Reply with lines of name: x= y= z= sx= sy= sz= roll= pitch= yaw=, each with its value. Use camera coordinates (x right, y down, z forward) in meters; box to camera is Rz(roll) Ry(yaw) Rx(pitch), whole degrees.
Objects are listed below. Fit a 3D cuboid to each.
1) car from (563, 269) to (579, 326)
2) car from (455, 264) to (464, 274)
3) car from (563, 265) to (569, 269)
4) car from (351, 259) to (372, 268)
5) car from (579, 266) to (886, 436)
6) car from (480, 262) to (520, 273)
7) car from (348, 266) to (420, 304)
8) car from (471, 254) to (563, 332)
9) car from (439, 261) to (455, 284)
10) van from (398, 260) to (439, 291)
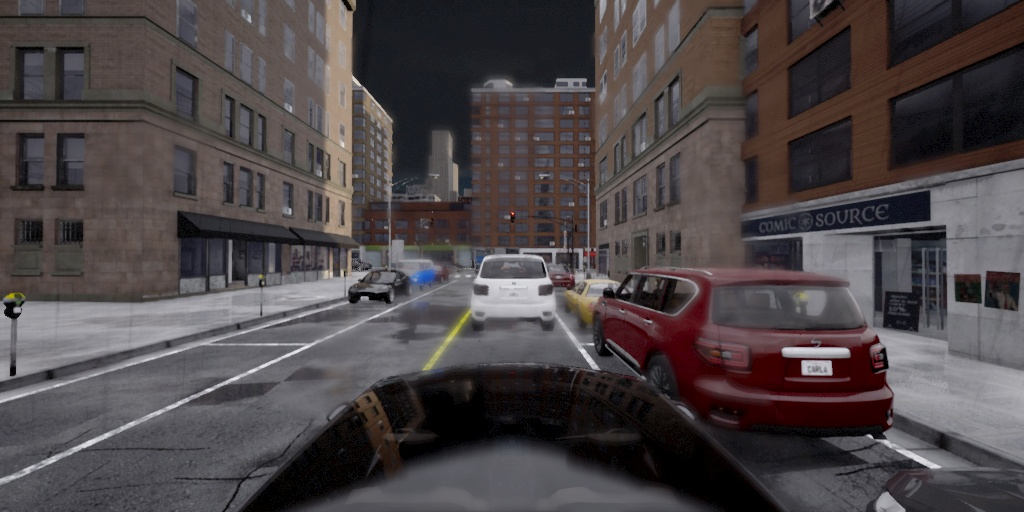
car: x=2.652 y=1.280 z=11.188 sx=1.751 sy=1.417 sz=4.829 roll=0 pitch=0 yaw=0
car: x=-7.309 y=1.238 z=38.882 sx=4.181 sy=1.385 sz=1.994 roll=0 pitch=0 yaw=20
car: x=2.631 y=1.206 z=21.983 sx=1.967 sy=1.591 sz=4.097 roll=0 pitch=0 yaw=0
car: x=-19.536 y=1.138 z=43.593 sx=4.892 sy=1.490 sz=1.837 roll=0 pitch=-1 yaw=0
car: x=2.662 y=1.066 z=5.535 sx=2.192 sy=1.841 sz=5.009 roll=0 pitch=0 yaw=0
car: x=-1.461 y=1.365 z=43.513 sx=4.718 sy=1.301 sz=1.895 roll=0 pitch=-1 yaw=0
car: x=-5.884 y=1.326 z=16.486 sx=1.948 sy=1.339 sz=4.313 roll=0 pitch=0 yaw=0
car: x=0.014 y=0.977 z=11.061 sx=2.150 sy=2.045 sz=5.566 roll=0 pitch=0 yaw=-1
car: x=-5.905 y=1.317 z=27.451 sx=1.888 sy=1.381 sz=4.507 roll=0 pitch=0 yaw=0
van: x=-5.894 y=1.107 z=21.969 sx=1.690 sy=1.789 sz=3.998 roll=0 pitch=0 yaw=0
